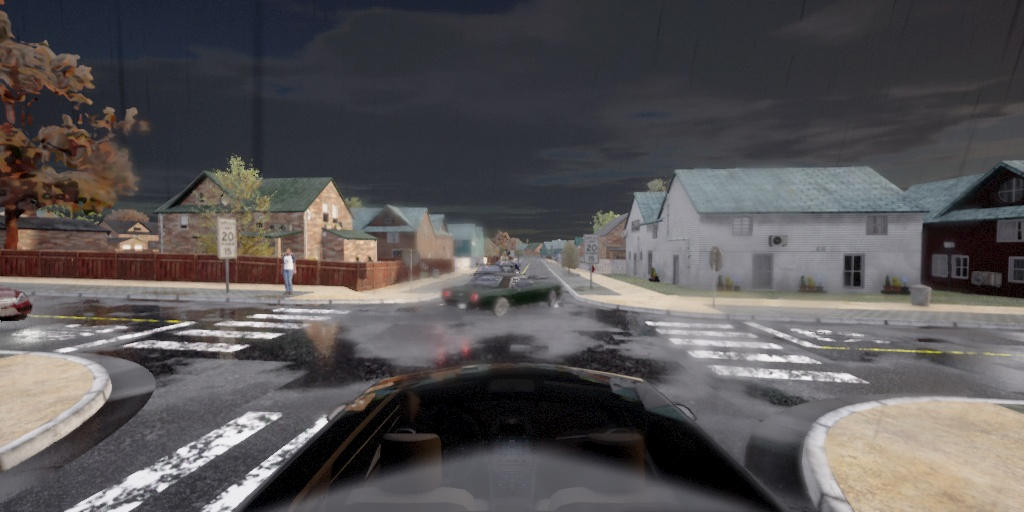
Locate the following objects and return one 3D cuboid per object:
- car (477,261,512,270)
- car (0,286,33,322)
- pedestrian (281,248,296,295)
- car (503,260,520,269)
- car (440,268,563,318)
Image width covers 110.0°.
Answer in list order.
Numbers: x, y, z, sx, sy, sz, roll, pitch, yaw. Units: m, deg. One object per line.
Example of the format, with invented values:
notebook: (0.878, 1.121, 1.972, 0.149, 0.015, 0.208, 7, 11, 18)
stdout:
car: (-1.356, 1.242, 22.833, 2.033, 1.411, 5.357, 0, 0, 4)
car: (-14.697, 0.992, 8.735, 4.674, 1.442, 1.812, 1, 2, 5)
pedestrian: (-8.781, 0.578, 14.119, 0.375, 1.860, 0.375, 0, 0, 5)
car: (-0.708, 1.160, 32.592, 2.128, 1.511, 4.902, 0, 0, 4)
car: (-0.127, 1.271, 12.749, 1.895, 1.301, 4.718, 1, 0, 40)
